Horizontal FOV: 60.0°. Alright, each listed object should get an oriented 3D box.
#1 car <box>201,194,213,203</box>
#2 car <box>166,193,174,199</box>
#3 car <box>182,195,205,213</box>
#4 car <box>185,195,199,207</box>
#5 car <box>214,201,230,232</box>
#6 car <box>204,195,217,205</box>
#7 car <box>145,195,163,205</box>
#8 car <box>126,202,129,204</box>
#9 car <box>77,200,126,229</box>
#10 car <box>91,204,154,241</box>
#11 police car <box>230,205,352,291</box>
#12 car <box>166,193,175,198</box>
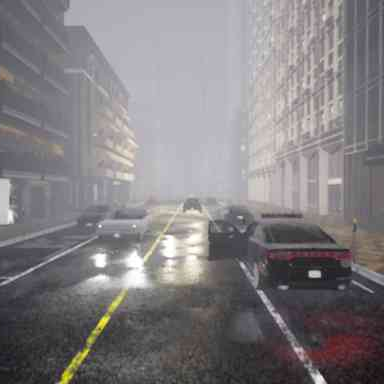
[{"bbox_3d":[2.673,1.150,60.205,2.008,1.369,4.403,0,0,0],"label":"car"},{"bbox_3d":[-5.714,1.013,82.797,2.008,1.369,4.403,0,0,0],"label":"car"},{"bbox_3d":[0.051,1.275,33.593,1.837,1.490,4.892,0,0,0],"label":"car"},{"bbox_3d":[0.016,1.210,46.853,1.812,1.442,4.674,0,0,1],"label":"car"},{"bbox_3d":[2.684,1.421,20.666,1.947,1.339,4.313,0,0,0],"label":"car"},{"bbox_3d":[2.676,1.215,48.907,1.887,1.381,4.507,0,0,0],"label":"car"},{"bbox_3d":[-5.704,1.111,48.905,1.967,1.590,4.097,0,0,0],"label":"car"},{"bbox_3d":[-5.698,1.344,26.142,1.752,1.417,4.829,0,0,0],"label":"car"},{"bbox_3d":[-5.697,1.421,20.663,1.947,1.339,4.313,0,0,0],"label":"car"},{"bbox_3d":[-3.106,1.488,16.005,1.895,1.301,4.718,0,0,0],"label":"car"},{"bbox_3d":[2.365,1.361,8.988,1.930,1.638,5.238,0,0,0],"label":"police car"},{"bbox_3d":[-5.714,0.980,88.445,2.008,1.369,4.403,0,0,0],"label":"car"}]
